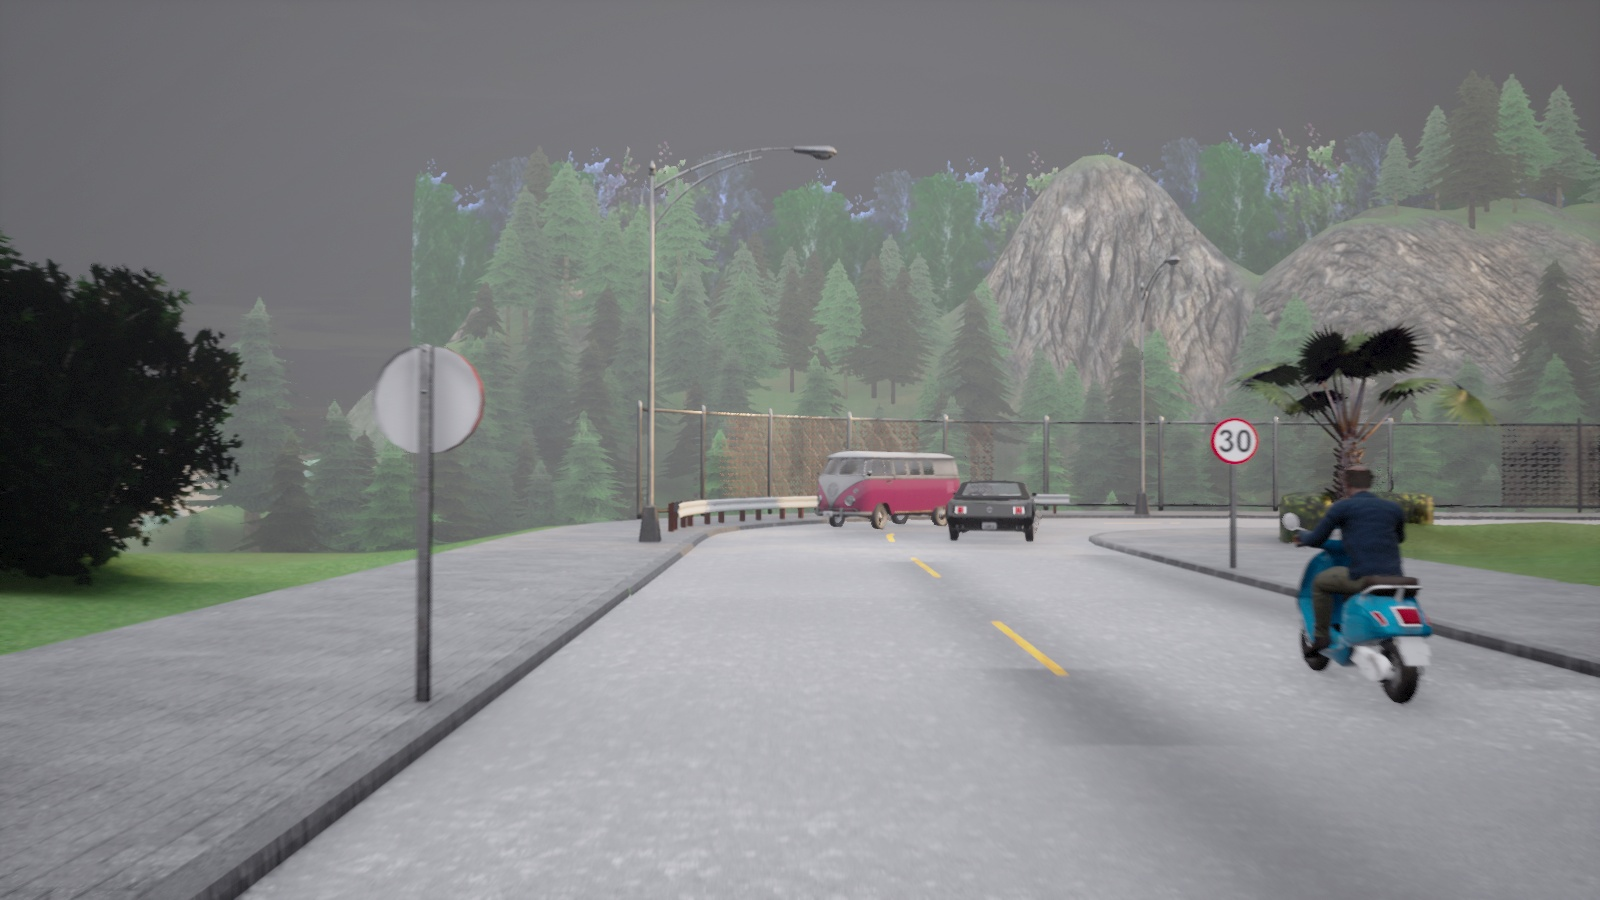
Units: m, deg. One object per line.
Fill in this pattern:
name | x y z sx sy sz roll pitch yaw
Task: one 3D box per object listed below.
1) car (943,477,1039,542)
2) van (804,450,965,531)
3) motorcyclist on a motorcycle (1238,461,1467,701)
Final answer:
car | 4.447 1.300 28.729 1.895 1.301 4.718 0 -1 12
van | 2.296 1.025 33.210 1.775 1.987 4.442 -1 -1 44
motorcyclist on a motorcycle | 3.976 0.878 9.233 0.866 1.590 1.817 0 -1 0
